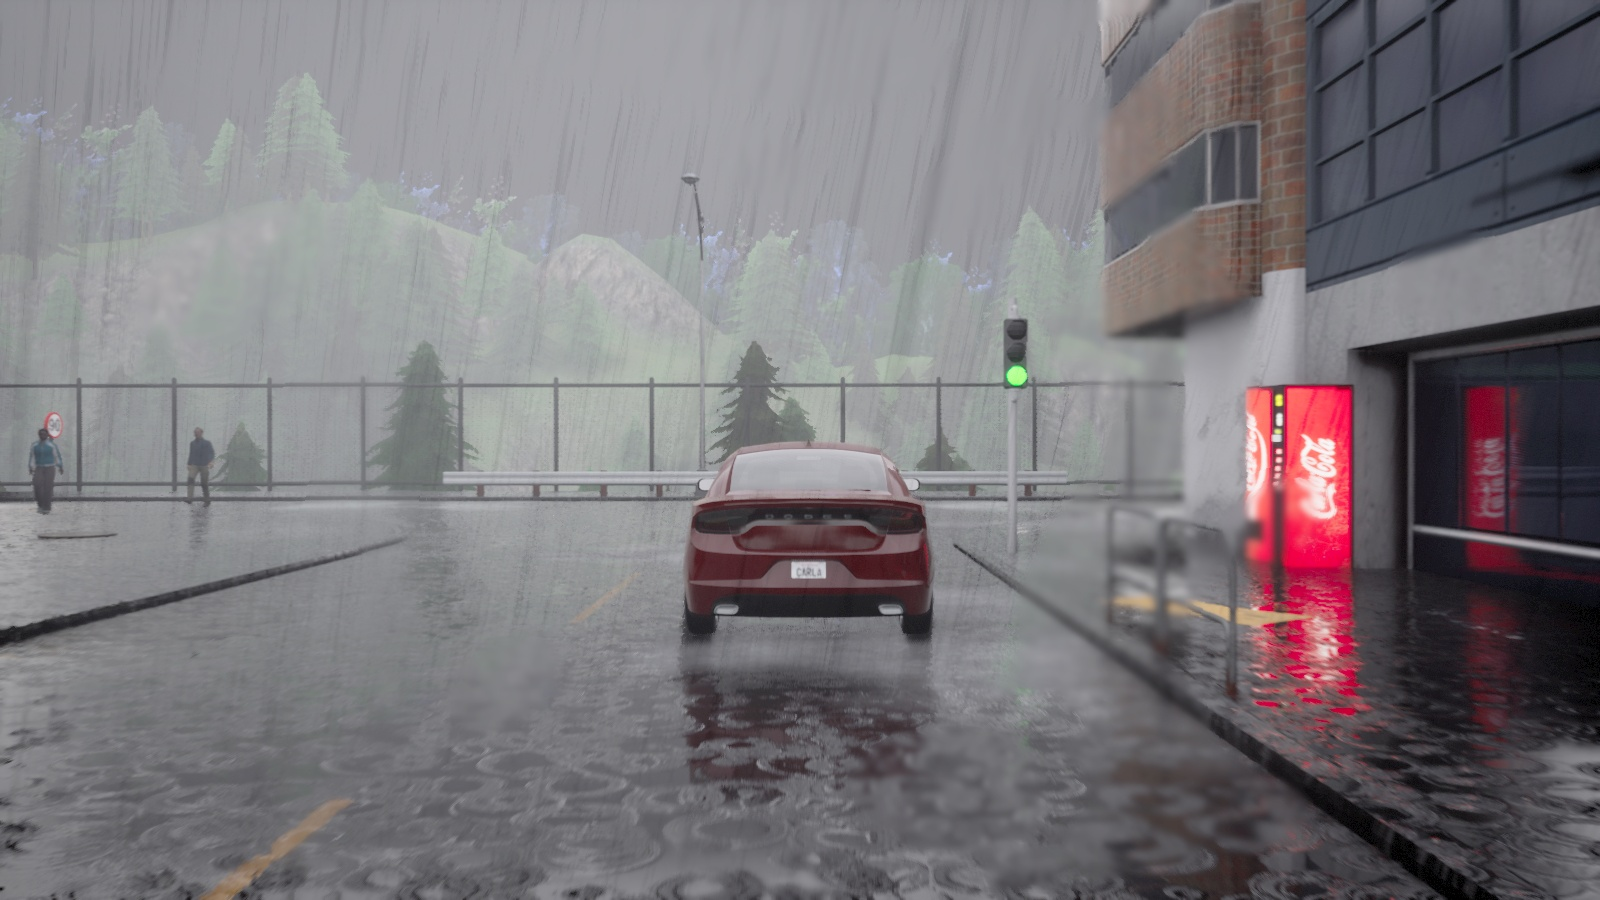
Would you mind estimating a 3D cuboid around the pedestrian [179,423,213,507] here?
[{"bbox_3d":[-13.444,0.336,27.963,0.402,1.842,0.726,0,0,0],"label":"pedestrian"}]

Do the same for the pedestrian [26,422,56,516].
[{"bbox_3d":[-15.770,0.391,26.089,0.396,1.930,0.692,0,0,-19],"label":"pedestrian"}]

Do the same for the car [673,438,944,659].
[{"bbox_3d":[0.078,0.661,11.231,1.882,1.535,5.008,0,1,0],"label":"car"}]
